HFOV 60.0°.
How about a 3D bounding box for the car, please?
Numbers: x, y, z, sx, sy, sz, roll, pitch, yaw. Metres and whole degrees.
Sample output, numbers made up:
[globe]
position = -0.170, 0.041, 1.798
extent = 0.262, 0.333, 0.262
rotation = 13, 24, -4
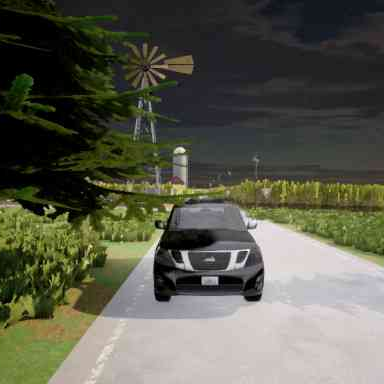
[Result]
[car]
position = 0.334, 1.221, 8.660
extent = 2.150, 2.045, 5.566
rotation = 0, 0, 0
